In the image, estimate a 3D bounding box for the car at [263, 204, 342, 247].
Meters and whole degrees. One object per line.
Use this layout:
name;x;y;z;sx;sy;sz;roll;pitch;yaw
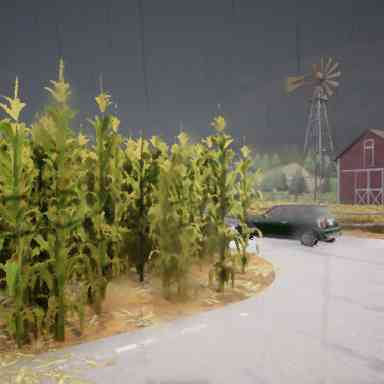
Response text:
car;4.305;1.351;15.319;2.097;1.767;4.553;0;-1;-44
